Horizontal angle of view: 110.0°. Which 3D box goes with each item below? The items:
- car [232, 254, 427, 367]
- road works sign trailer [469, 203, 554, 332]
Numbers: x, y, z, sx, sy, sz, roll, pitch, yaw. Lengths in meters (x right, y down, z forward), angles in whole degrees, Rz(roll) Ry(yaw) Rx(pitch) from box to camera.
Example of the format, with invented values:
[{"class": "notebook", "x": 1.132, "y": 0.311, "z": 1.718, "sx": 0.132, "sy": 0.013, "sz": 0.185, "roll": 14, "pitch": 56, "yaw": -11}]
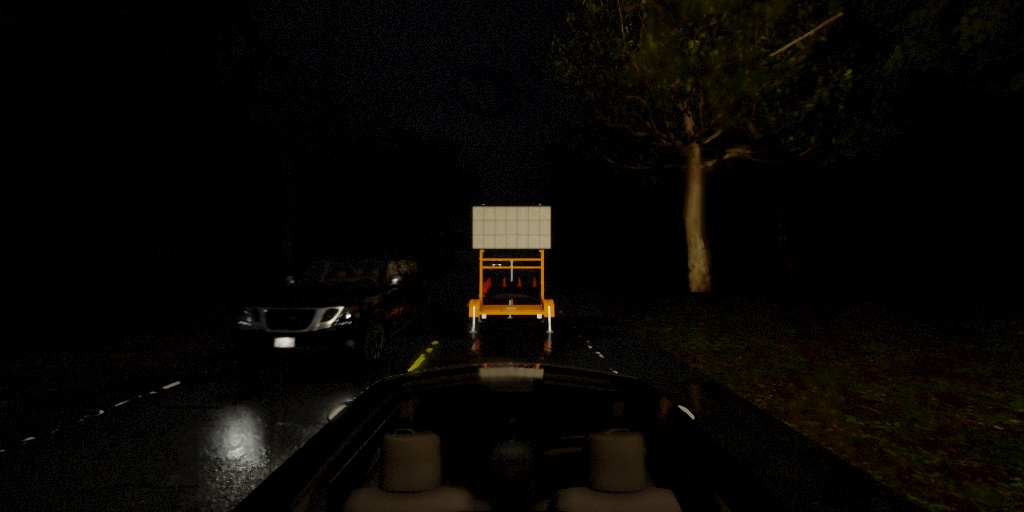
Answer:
[{"class": "car", "x": -3.516, "y": 0.974, "z": 8.273, "sx": 2.150, "sy": 2.045, "sz": 5.566, "roll": 0, "pitch": 0, "yaw": 0}, {"class": "road works sign trailer", "x": -0.007, "y": 0.217, "z": 10.804, "sx": 2.380, "sy": 3.560, "sz": 2.880, "roll": 0, "pitch": 0, "yaw": 0}]
